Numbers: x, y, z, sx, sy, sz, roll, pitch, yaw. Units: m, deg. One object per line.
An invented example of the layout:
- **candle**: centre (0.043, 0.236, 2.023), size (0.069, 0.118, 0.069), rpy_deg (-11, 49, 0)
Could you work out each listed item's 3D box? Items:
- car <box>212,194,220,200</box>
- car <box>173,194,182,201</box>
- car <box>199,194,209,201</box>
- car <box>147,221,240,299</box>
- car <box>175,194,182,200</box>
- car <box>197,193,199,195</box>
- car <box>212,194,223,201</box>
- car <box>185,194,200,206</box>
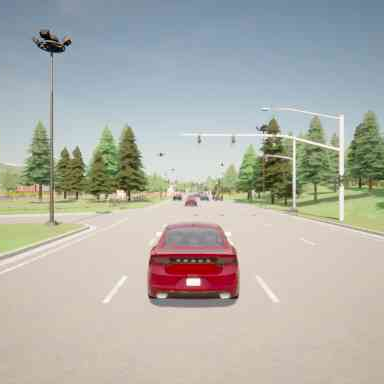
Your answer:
- **car**: centre (6.738, 1.372, 94.151), size (2.033, 1.411, 5.357), rpy_deg (0, 0, 0)
- **car**: centre (-3.733, 1.469, 83.702), size (1.882, 1.535, 5.008), rpy_deg (0, 0, 0)
- **car**: centre (3.266, 1.516, 84.138), size (1.812, 1.442, 4.674), rpy_deg (0, 0, 0)
- **car**: centre (0.040, 1.478, 8.496), size (1.882, 1.535, 5.008), rpy_deg (0, 0, 0)
- **car**: centre (-3.762, 1.310, 94.121), size (1.882, 1.535, 5.008), rpy_deg (0, 0, 0)
- **car**: centre (3.238, 1.357, 94.141), size (2.128, 1.511, 4.902), rpy_deg (0, 0, 0)
- **car**: centre (6.767, 1.516, 83.731), size (2.128, 1.511, 4.902), rpy_deg (0, 0, 0)
- **car**: centre (-0.147, 1.525, 53.098), size (1.812, 1.442, 4.674), rpy_deg (0, 0, 0)
